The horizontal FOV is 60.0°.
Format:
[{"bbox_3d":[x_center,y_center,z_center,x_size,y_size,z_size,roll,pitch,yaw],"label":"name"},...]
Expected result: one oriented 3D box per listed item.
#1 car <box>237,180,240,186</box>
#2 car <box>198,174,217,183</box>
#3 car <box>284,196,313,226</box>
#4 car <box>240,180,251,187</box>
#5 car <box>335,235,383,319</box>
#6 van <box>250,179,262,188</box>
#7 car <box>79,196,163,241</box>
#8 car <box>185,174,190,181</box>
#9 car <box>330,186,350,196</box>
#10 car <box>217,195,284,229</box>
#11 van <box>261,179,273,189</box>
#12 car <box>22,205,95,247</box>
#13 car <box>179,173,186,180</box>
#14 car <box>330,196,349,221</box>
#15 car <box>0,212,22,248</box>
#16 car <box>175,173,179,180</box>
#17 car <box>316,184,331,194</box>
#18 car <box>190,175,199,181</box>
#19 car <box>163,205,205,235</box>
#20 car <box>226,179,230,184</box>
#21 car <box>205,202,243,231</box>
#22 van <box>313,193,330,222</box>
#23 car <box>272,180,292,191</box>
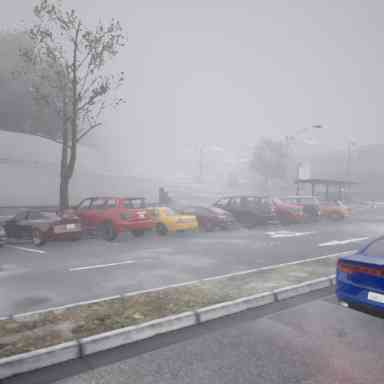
[{"bbox_3d":[11.417,-2.044,75.547,2.002,1.452,4.674,7,4,35],"label":"car"},{"bbox_3d":[4.578,-3.177,85.525,1.946,1.575,5.366,7,3,34],"label":"car"},{"bbox_3d":[5.328,1.266,23.896,5.566,2.045,2.435,-1,-1,35],"label":"car"},{"bbox_3d":[13.246,-1.813,73.225,1.946,1.575,5.366,7,3,35],"label":"car"},{"bbox_3d":[4.885,1.487,6.601,5.008,1.535,1.882,0,0,-35],"label":"car"},{"bbox_3d":[14.818,-1.765,70.492,1.878,1.987,4.442,7,4,35],"label":"van"},{"bbox_3d":[-4.545,1.247,16.987,5.566,2.045,2.435,-1,-1,35],"label":"car"},{"bbox_3d":[0.937,-3.851,90.254,2.185,1.767,4.553,6,3,34],"label":"car"},{"bbox_3d":[25.195,0.135,55.791,2.002,1.452,4.674,7,3,35],"label":"car"},{"bbox_3d":[2.813,1.262,22.193,5.566,2.045,2.435,-1,-1,35],"label":"car"},{"bbox_3d":[16.545,-1.492,68.019,1.878,1.987,4.442,7,4,35],"label":"van"},{"bbox_3d":[-6.991,1.524,15.244,4.792,1.488,2.163,-1,-1,35],"label":"car"},{"bbox_3d":[-0.791,-4.086,92.725,2.185,1.767,4.553,4,1,34],"label":"car"},{"bbox_3d":[10.279,1.402,27.312,4.553,1.767,2.185,-1,-1,35],"label":"car"},{"bbox_3d":[-9.413,1.493,13.500,4.892,1.521,2.231,-1,-1,35],"label":"car"},{"bbox_3d":[-2.560,-4.363,95.075,2.435,2.045,5.566,1,-1,34],"label":"car"},{"bbox_3d":[23.506,-0.427,58.265,2.435,2.045,5.566,7,3,35],"label":"car"},{"bbox_3d":[2.729,-3.700,87.786,2.435,2.045,5.566,7,3,34],"label":"car"},{"bbox_3d":[-2.223,1.502,18.812,5.366,1.575,1.946,-1,-1,35],"label":"car"},{"bbox_3d":[9.677,-2.318,78.010,2.002,1.452,4.674,7,3,35],"label":"car"},{"bbox_3d":[0.385,1.548,20.438,4.674,1.452,2.002,-1,-1,35],"label":"car"},{"bbox_3d":[7.868,1.296,25.563,4.442,1.987,1.878,-1,-1,35],"label":"van"},{"bbox_3d":[18.303,-0.993,65.655,2.231,1.521,4.892,7,3,35],"label":"car"}]
